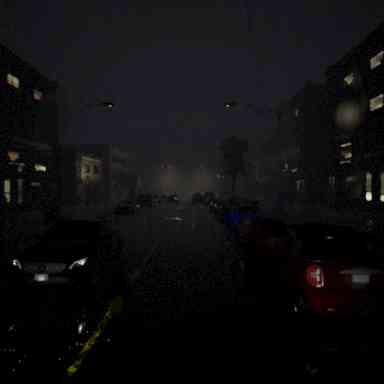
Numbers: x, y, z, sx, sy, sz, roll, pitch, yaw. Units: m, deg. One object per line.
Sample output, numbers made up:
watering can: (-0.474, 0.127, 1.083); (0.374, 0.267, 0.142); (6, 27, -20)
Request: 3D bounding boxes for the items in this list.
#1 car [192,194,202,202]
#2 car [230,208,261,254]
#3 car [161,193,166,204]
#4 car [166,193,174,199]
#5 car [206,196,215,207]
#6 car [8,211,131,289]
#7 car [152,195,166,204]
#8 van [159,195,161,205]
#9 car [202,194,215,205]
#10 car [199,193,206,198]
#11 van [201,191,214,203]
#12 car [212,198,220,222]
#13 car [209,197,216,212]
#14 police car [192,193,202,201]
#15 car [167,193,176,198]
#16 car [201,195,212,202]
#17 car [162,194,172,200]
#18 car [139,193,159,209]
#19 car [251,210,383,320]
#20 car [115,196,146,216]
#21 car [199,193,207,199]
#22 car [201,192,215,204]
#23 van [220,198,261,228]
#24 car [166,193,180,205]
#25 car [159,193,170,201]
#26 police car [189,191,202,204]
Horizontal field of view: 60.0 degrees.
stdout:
car: (0.969, 1.121, 62.914); (1.837, 1.490, 4.892); (0, 0, 0)
car: (2.702, 1.504, 12.797); (1.802, 1.307, 4.206); (-1, 0, 0)
car: (-5.637, 1.125, 51.641); (1.967, 1.590, 4.097); (-1, 0, 0)
car: (-5.600, 1.062, 84.931); (1.802, 1.307, 4.206); (-1, 0, 0)
car: (2.726, 1.369, 34.990); (1.802, 1.307, 4.206); (-1, 0, 0)
car: (-3.076, 1.470, 9.121); (1.812, 1.442, 4.674); (0, 0, 0)
car: (-5.631, 1.196, 57.190); (1.887, 1.381, 4.507); (-1, 0, 0)
van: (-5.645, 1.060, 46.092); (1.690, 1.788, 3.998); (-1, 0, 0)
car: (2.738, 1.301, 46.087); (1.802, 1.307, 4.206); (-1, 0, 0)
car: (2.787, 0.970, 90.642); (1.752, 1.417, 4.829); (-1, 0, 0)
van: (2.742, 1.026, 51.634); (1.690, 1.788, 3.998); (-1, 0, 0)
car: (2.714, 1.399, 23.894); (1.887, 1.381, 4.507); (-1, 0, 0)
car: (2.720, 1.402, 29.442); (1.802, 1.307, 4.206); (-1, 0, 0)
police car: (0.975, 1.003, 69.024); (1.930, 1.638, 5.238); (0, 0, 0)
car: (-5.595, 0.996, 90.479); (2.008, 1.369, 4.403); (-1, 0, 0)
car: (2.756, 1.199, 62.732); (1.802, 1.307, 4.206); (-1, 0, 0)
car: (-5.612, 1.093, 73.835); (1.887, 1.381, 4.507); (-1, 0, 0)
car: (-5.651, 1.068, 40.544); (2.192, 1.841, 5.009); (-1, 0, 0)
car: (2.695, 1.396, 7.248); (1.967, 1.590, 4.097); (-1, 0, 0)
car: (-5.660, 1.371, 29.449); (2.008, 1.369, 4.403); (-1, 0, 0)
car: (2.780, 1.046, 84.925); (1.947, 1.339, 4.313); (-1, 0, 0)
car: (2.748, 0.966, 57.182); (2.192, 1.841, 5.009); (-1, 0, 0)
van: (2.706, 1.229, 18.344); (1.690, 1.788, 3.998); (-1, 0, 0)
car: (-3.010, 1.186, 52.535); (1.837, 1.490, 4.892); (0, 0, 0)
car: (-5.620, 1.023, 68.286); (1.967, 1.590, 4.097); (-1, 0, 0)
police car: (0.958, 1.102, 53.024); (1.930, 1.638, 5.238); (0, 0, 0)
